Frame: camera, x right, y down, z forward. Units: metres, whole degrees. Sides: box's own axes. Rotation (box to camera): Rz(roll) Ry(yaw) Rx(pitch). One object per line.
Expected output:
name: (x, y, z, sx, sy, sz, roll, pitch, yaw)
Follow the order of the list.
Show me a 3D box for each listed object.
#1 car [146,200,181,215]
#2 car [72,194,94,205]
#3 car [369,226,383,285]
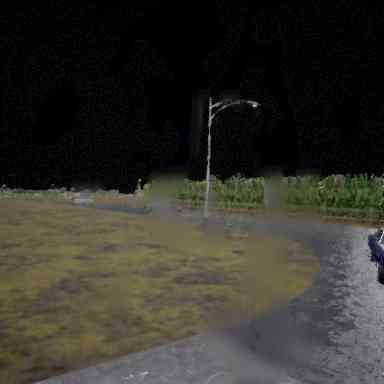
car: (-2.836, 1.457, 32.691, 1.994, 1.385, 4.181, 2, -1, -35)
car: (-17.205, 1.392, 53.120, 1.895, 1.301, 4.718, 2, -1, -35)
car: (6.231, 1.708, 9.457, 1.895, 1.301, 4.718, 1, 0, 25)
